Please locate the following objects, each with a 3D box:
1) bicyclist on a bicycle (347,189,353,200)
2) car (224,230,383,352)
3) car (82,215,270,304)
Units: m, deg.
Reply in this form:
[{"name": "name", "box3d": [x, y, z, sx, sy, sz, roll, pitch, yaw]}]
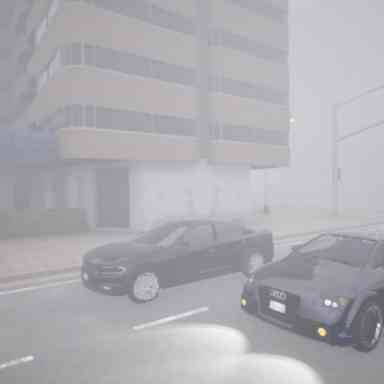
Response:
[{"name": "bicyclist on a bicycle", "box3d": [23.050, 0.418, 48.454, 1.656, 1.620, 0.582, -2, 1, -36]}, {"name": "car", "box3d": [2.871, 1.456, 6.023, 4.181, 1.385, 1.994, -1, 1, -35]}, {"name": "car", "box3d": [-0.124, 1.392, 8.189, 5.008, 1.535, 1.882, -1, 1, -35]}]
